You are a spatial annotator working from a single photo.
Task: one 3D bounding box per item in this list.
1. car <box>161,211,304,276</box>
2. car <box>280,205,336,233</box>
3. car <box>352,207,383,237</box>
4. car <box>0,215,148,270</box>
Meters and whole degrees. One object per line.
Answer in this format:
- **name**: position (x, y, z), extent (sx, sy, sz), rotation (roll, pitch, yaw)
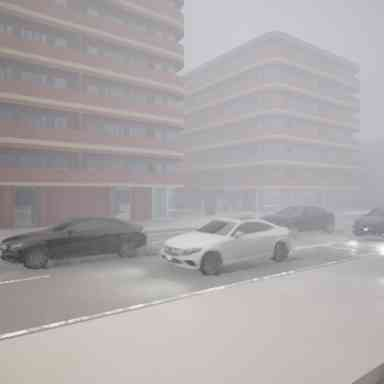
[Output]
- **car**: position (1.253, 1.526, 10.479), extent (4.674, 1.442, 1.812), rotation (0, 0, -36)
- **car**: position (5.810, 1.478, 18.152), extent (5.008, 1.535, 1.882), rotation (0, 0, -36)
- **car**: position (10.063, 1.505, 16.921), extent (4.892, 1.490, 1.837), rotation (0, 0, -36)
- **car**: position (-3.742, 1.525, 11.175), extent (4.674, 1.442, 1.812), rotation (0, 0, -36)
